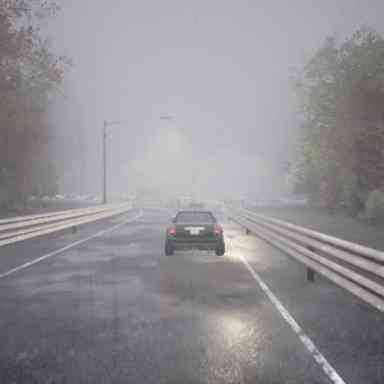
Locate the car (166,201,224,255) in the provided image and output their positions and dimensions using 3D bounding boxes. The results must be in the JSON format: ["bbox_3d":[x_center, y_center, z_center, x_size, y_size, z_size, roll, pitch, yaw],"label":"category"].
[{"bbox_3d":[0.101,1.437,13.775,2.097,1.767,4.553,0,0,0],"label":"car"}]
